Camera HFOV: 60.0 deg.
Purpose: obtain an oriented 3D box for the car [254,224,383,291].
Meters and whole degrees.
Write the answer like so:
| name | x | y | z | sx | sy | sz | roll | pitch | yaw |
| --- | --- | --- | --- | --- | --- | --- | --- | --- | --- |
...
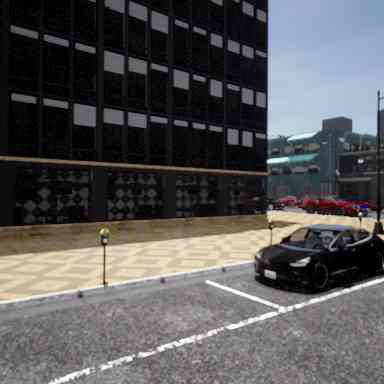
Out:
| name | x | y | z | sx | sy | sz | roll | pitch | yaw |
| --- | --- | --- | --- | --- | --- | --- | --- | --- | --- |
| car | 3.636 | 1.594 | 9.154 | 4.313 | 1.339 | 1.947 | 0 | 0 | -36 |

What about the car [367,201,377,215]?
| name | x | y | z | sx | sy | sz | roll | pitch | yaw |
| --- | --- | --- | --- | --- | --- | --- | --- | --- | --- |
| car | 14.108 | 1.420 | 30.995 | 1.812 | 1.442 | 4.674 | 1 | 0 | -38 |

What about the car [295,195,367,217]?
| name | x | y | z | sx | sy | sz | roll | pitch | yaw |
| --- | --- | --- | --- | --- | --- | --- | --- | --- | --- |
| car | 12.147 | 1.190 | 29.318 | 2.192 | 1.841 | 5.009 | 1 | 0 | -36 |

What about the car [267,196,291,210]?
| name | x | y | z | sx | sy | sz | roll | pitch | yaw |
| --- | --- | --- | --- | --- | --- | --- | --- | --- | --- |
| car | 8.601 | 1.284 | 38.487 | 1.837 | 1.490 | 4.892 | 1 | 0 | -36 |

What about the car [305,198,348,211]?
| name | x | y | z | sx | sy | sz | roll | pitch | yaw |
| --- | --- | --- | --- | --- | --- | --- | --- | --- | --- |
| car | 15.604 | 1.458 | 38.750 | 1.802 | 1.307 | 4.206 | 1 | 0 | -36 |

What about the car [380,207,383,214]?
| name | x | y | z | sx | sy | sz | roll | pitch | yaw |
| --- | --- | --- | --- | --- | --- | --- | --- | --- | --- |
| car | 18.891 | 1.489 | 34.283 | 1.887 | 1.381 | 4.507 | 1 | 0 | -36 |

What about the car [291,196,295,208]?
| name | x | y | z | sx | sy | sz | roll | pitch | yaw |
| --- | --- | --- | --- | --- | --- | --- | --- | --- | --- |
| car | 12.320 | 1.247 | 43.219 | 1.967 | 1.590 | 4.097 | 1 | 0 | -36 |
